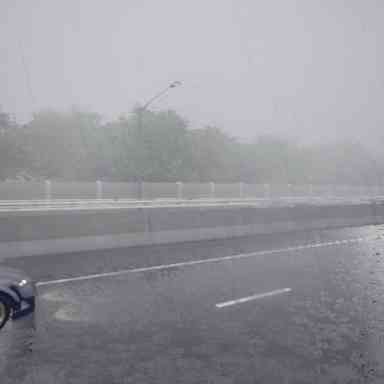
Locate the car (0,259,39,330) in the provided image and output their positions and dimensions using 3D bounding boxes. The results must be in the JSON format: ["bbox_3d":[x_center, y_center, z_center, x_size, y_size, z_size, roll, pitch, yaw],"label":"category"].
[{"bbox_3d":[-4.684,1.514,5.143,4.181,1.385,1.994,0,0,-33],"label":"car"}]

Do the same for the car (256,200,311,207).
[{"bbox_3d":[7.895,1.440,26.078,5.357,1.411,2.033,0,0,-33],"label":"car"}]

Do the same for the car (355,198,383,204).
[{"bbox_3d":[21.083,1.417,38.877,5.357,1.411,2.033,0,0,-33],"label":"car"}]
